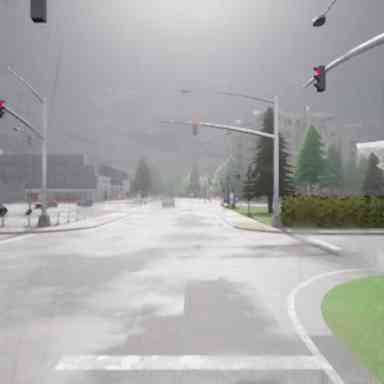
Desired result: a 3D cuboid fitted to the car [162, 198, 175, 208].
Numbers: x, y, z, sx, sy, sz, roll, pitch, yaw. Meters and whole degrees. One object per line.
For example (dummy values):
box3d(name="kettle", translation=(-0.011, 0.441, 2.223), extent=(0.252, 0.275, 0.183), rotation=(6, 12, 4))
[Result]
box3d(name="car", translation=(-3.641, 1.699, 52.070), extent=(1.882, 1.535, 5.008), rotation=(0, -1, 0))

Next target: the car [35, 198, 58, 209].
box3d(name="car", translation=(-20.589, 1.585, 47.152), extent=(1.970, 1.475, 3.806), rotation=(0, 0, 0))

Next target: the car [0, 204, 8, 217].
box3d(name="car", translation=(-17.750, 1.461, 28.515), extent=(2.007, 1.523, 4.514), rotation=(0, 0, 0))

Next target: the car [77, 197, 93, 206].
box3d(name="car", translation=(-17.548, 1.606, 54.548), extent=(1.845, 1.501, 3.633), rotation=(0, 0, 0))
